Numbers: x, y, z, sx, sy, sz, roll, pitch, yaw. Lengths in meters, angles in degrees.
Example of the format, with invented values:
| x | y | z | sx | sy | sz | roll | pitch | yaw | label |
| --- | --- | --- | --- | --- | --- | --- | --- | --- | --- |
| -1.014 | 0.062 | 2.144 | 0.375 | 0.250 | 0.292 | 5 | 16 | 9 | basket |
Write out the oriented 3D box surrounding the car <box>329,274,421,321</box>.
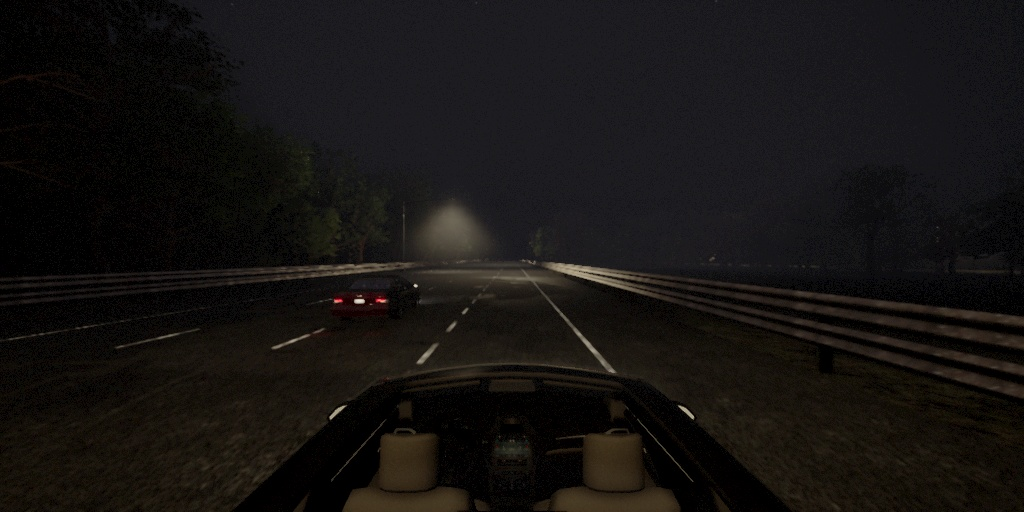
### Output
| x | y | z | sx | sy | sz | roll | pitch | yaw | label |
| --- | --- | --- | --- | --- | --- | --- | --- | --- | --- |
| -4.593 | 1.365 | 12.812 | 2.033 | 1.411 | 5.357 | 0 | 0 | -5 | car |
